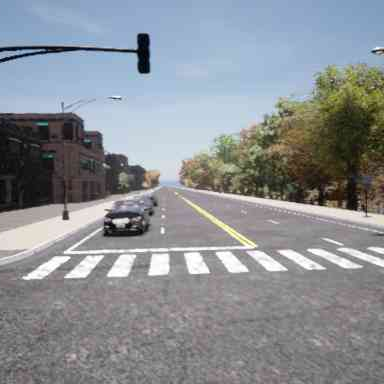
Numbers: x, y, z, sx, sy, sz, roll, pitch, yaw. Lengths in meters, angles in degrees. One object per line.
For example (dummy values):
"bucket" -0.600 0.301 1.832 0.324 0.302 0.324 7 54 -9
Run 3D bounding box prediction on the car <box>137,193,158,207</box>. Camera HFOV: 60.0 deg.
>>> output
"car" -4.872 0.850 36.727 1.994 1.385 4.181 -1 1 -4

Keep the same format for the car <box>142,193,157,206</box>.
"car" -4.067 1.032 26.782 2.033 1.411 5.357 -1 1 -5

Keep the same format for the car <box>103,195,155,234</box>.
"car" -3.247 1.170 17.001 2.128 1.511 4.902 -1 1 -3
